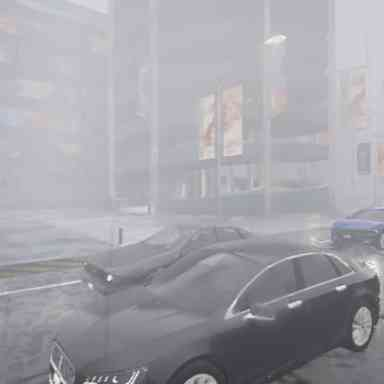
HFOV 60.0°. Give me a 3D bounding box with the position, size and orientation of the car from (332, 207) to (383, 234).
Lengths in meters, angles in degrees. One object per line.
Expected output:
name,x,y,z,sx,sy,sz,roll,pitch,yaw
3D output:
car,7.817,1.385,14.006,5.008,1.535,1.882,0,0,-37

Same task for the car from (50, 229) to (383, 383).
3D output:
car,0.708,1.486,4.522,4.892,1.490,1.837,0,0,-36

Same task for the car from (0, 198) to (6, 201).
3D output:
car,-23.117,1.302,39.623,2.002,1.452,4.674,0,0,-36

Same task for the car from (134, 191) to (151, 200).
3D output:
car,-9.436,0.845,65.055,2.435,2.045,5.566,0,0,-36

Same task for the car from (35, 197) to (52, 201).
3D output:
car,-23.945,1.399,53.555,1.895,1.301,4.718,0,0,-36

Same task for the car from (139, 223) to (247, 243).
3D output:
car,0.088,1.518,8.364,5.357,1.411,2.033,0,0,-36
